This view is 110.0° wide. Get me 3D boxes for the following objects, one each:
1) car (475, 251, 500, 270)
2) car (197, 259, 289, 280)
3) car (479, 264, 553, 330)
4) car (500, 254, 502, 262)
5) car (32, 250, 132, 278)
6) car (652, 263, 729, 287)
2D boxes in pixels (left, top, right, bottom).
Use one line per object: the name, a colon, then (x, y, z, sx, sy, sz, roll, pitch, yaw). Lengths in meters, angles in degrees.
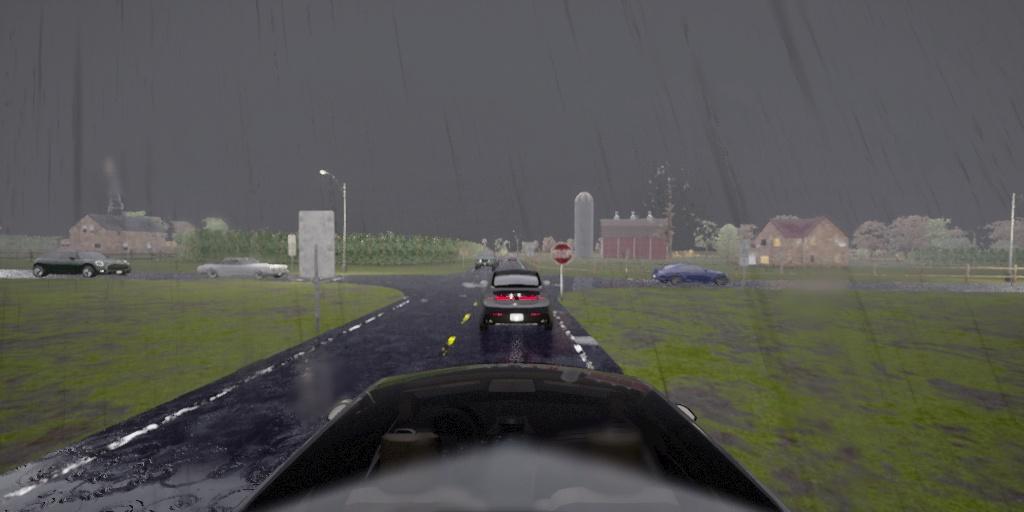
car: (-2.841, 0.429, 39.967, 2.150, 2.045, 5.566, 0, 1, 0)
car: (-17.158, 0.827, 23.106, 4.718, 1.301, 1.895, 1, 1, 0)
car: (0.101, 1.124, 10.509, 1.837, 1.490, 4.892, 0, 0, 0)
car: (-2.819, 0.518, 52.361, 1.882, 1.535, 5.008, 0, 1, 0)
car: (-27.510, 0.426, 23.064, 4.553, 1.767, 2.097, 1, 1, 0)
car: (11.517, 1.163, 23.244, 4.674, 1.442, 1.812, 1, 1, -2)
